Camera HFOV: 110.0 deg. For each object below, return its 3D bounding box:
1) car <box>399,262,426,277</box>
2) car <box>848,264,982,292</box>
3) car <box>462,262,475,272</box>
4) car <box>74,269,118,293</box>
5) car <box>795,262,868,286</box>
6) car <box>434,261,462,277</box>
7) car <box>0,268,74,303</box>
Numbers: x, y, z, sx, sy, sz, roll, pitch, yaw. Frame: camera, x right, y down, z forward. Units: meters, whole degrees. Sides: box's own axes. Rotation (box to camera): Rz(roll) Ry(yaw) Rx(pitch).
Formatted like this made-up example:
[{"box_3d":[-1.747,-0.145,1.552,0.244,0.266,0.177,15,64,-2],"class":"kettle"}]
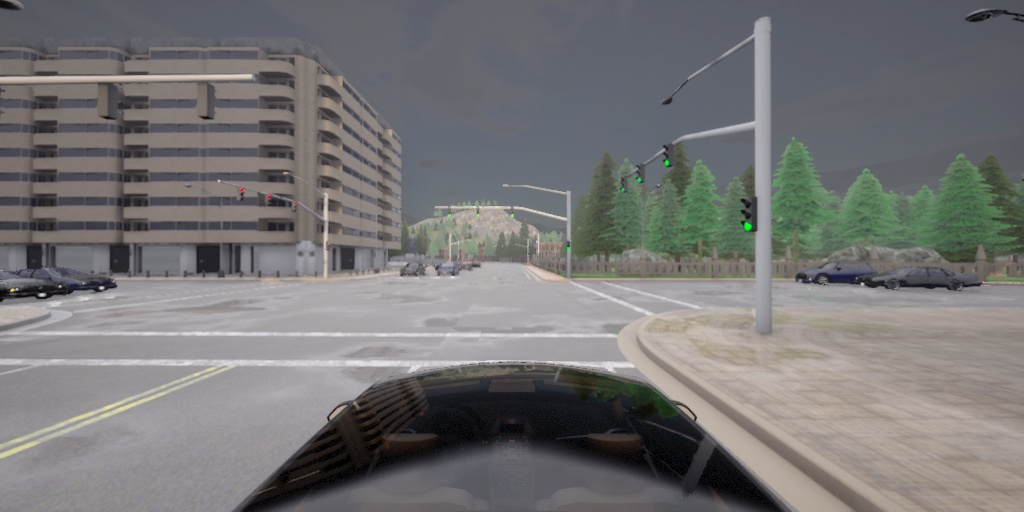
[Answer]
[{"box_3d":[-10.602,1.465,38.614,1.837,1.490,4.892,0,0,0],"class":"car"},{"box_3d":[24.380,1.356,21.710,5.357,1.411,2.033,0,0,12],"class":"car"},{"box_3d":[-7.098,1.611,53.572,1.994,1.385,4.181,0,0,0],"class":"car"},{"box_3d":[-24.750,1.343,19.324,5.357,1.411,2.033,0,0,0],"class":"car"},{"box_3d":[22.854,1.182,25.297,4.553,1.767,2.097,0,0,9],"class":"car"},{"box_3d":[-7.103,1.497,40.187,1.812,1.442,4.674,0,0,0],"class":"car"},{"box_3d":[-23.322,1.323,15.810,5.357,1.411,2.033,0,0,1],"class":"car"}]
